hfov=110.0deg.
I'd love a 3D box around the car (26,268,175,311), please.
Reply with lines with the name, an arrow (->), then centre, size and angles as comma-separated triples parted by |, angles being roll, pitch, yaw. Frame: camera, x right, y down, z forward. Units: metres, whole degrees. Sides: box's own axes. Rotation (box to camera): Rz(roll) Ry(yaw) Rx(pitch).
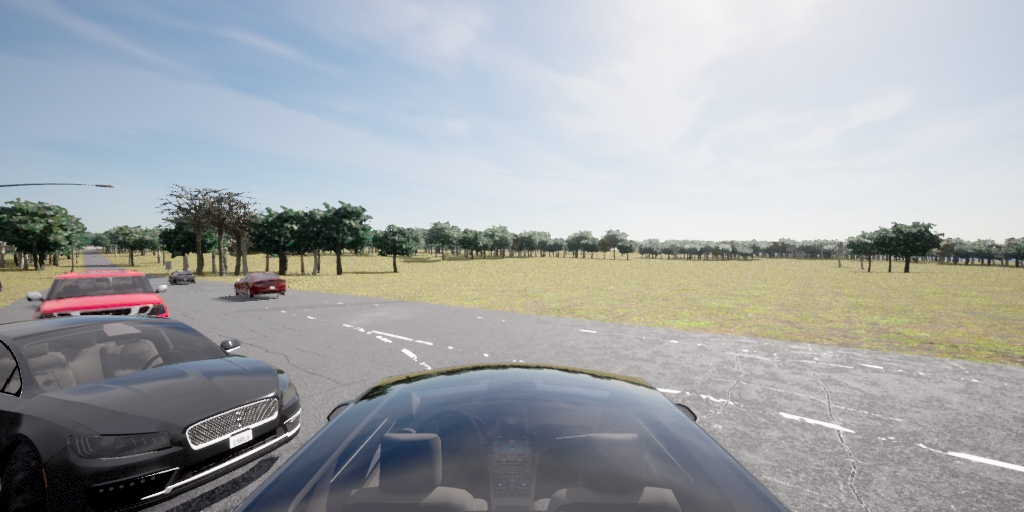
car -> -11.291, 1.432, 9.905 | 5.566, 2.045, 2.150 | -2, 0, 40

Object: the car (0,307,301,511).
car -> -4.624, 1.445, 3.943 | 4.892, 1.490, 1.837 | -3, -3, 20

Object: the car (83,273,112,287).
car -> -47.842, 2.735, 41.479 | 1.812, 1.442, 4.674 | -1, 0, -44

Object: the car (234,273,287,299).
car -> -16.443, 1.844, 23.332 | 5.008, 1.535, 1.882 | -2, 0, 40

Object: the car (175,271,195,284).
car -> -38.313, 2.451, 41.590 | 4.902, 1.511, 2.128 | -2, 0, 40
